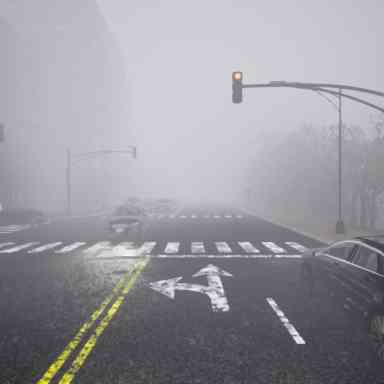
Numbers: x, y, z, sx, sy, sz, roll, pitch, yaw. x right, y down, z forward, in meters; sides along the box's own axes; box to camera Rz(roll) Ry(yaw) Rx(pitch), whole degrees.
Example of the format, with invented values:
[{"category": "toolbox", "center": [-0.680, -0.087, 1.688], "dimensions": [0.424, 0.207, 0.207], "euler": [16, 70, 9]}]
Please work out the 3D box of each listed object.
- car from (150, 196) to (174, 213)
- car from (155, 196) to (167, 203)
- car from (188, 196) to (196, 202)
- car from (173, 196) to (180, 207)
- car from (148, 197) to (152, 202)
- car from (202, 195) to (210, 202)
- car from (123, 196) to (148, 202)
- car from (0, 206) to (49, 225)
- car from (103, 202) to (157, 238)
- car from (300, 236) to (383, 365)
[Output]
[{"category": "car", "center": [-3.335, 1.531, 37.828], "dimensions": [1.812, 1.442, 4.674], "euler": [0, 0, -1]}, {"category": "car", "center": [-6.495, 1.572, 69.312], "dimensions": [2.033, 1.411, 5.357], "euler": [0, 0, 0]}, {"category": "car", "center": [0.008, 1.628, 78.446], "dimensions": [1.895, 1.301, 4.718], "euler": [0, 0, 0]}, {"category": "car", "center": [-3.340, 1.576, 52.607], "dimensions": [1.994, 1.385, 4.181], "euler": [0, 0, 0]}, {"category": "car", "center": [-6.586, 1.561, 53.423], "dimensions": [2.033, 1.411, 5.357], "euler": [0, 0, 0]}, {"category": "car", "center": [3.257, 1.511, 78.516], "dimensions": [1.882, 1.535, 5.008], "euler": [0, 0, 0]}, {"category": "car", "center": [-6.598, 1.358, 37.414], "dimensions": [2.097, 1.767, 4.553], "euler": [0, 0, 0]}, {"category": "car", "center": [-12.597, 1.701, 23.995], "dimensions": [4.181, 1.385, 1.994], "euler": [-1, 1, -19]}, {"category": "car", "center": [-3.363, 1.530, 17.879], "dimensions": [2.128, 1.511, 4.902], "euler": [-1, 0, 0]}, {"category": "car", "center": [3.350, 1.491, 5.650], "dimensions": [2.128, 1.511, 4.902], "euler": [0, 0, 0]}]
